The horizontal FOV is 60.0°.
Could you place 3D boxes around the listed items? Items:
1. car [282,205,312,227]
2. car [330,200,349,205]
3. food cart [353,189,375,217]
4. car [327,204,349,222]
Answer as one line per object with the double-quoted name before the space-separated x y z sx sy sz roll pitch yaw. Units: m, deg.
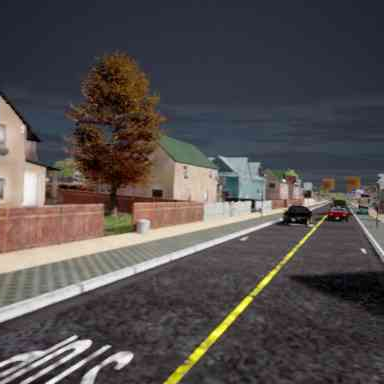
"car" 8.566 1.841 26.871 1.882 1.535 5.008 3 0 24
"car" 19.682 2.068 44.511 2.150 2.045 5.566 3 1 25
"food cart" 23.763 1.489 46.152 2.280 3.560 4.660 3 1 24
"car" 14.857 2.241 33.798 1.895 1.301 4.718 3 0 25
